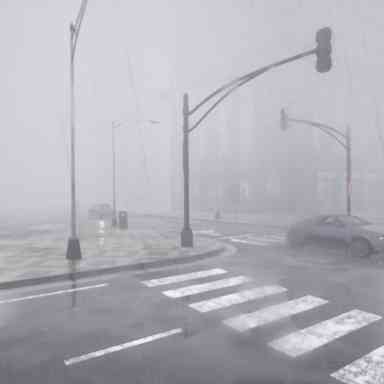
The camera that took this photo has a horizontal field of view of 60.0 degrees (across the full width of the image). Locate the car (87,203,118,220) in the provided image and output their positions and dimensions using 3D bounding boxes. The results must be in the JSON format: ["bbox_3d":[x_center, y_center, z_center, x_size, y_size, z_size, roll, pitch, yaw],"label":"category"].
[{"bbox_3d":[-9.185,1.918,33.931,1.837,1.490,4.892,-1,0,-35],"label":"car"}]

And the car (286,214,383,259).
[{"bbox_3d":[5.709,1.554,12.741,1.994,1.385,4.181,0,-1,-35],"label":"car"}]
